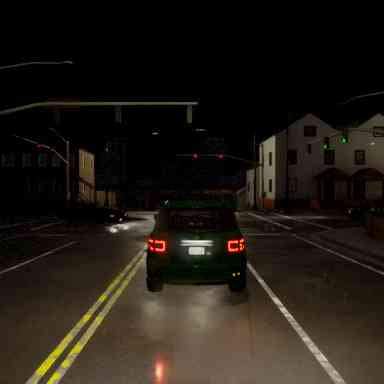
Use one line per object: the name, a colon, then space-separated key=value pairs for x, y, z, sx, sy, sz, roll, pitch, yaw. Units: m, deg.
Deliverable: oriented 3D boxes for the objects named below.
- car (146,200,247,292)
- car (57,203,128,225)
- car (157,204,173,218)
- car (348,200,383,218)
car: x=0.090 y=1.221 z=9.070 sx=2.150 sy=2.045 sz=5.566 roll=0 pitch=0 yaw=0
car: x=-7.284 y=1.511 z=24.114 sx=5.357 sy=1.411 sz=2.033 roll=0 pitch=0 yaw=26
car: x=-3.594 y=2.597 z=45.340 sx=1.812 sy=1.442 sz=4.674 roll=0 pitch=-9 yaw=0
car: x=16.562 y=1.491 z=29.798 sx=4.902 sy=1.511 sz=2.128 roll=0 pitch=0 yaw=-1
